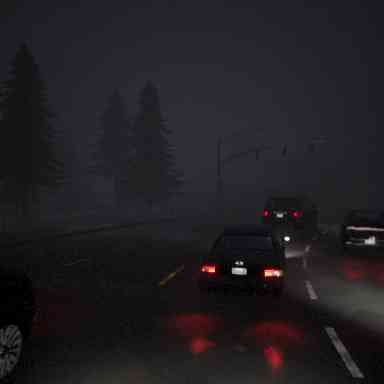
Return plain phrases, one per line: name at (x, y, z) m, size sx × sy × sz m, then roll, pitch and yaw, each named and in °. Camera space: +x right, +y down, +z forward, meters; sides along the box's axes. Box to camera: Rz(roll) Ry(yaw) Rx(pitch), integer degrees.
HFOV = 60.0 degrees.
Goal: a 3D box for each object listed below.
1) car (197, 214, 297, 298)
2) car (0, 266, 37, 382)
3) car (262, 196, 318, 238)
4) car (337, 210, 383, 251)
car at (1.532, 1.547, 8.734) m, size 2.033 × 1.411 × 5.357 m, roll 0°, pitch 0°, yaw 15°
car at (-3.263, 1.491, 2.662) m, size 2.128 × 1.511 × 4.902 m, roll 0°, pitch 0°, yaw 6°
car at (5.457, 1.221, 18.187) m, size 2.150 × 2.045 × 5.566 m, roll 0°, pitch 0°, yaw 28°
car at (7.123, 1.493, 13.658) m, size 2.128 × 1.511 × 4.902 m, roll 0°, pitch 0°, yaw 24°
